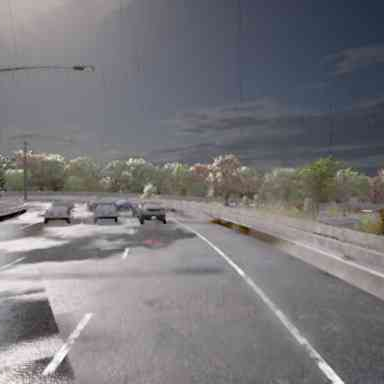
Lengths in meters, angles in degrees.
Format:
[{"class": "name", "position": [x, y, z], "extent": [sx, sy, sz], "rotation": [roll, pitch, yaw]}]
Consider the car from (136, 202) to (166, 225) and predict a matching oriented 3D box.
[{"class": "car", "position": [-3.019, 1.550, 25.052], "extent": [1.837, 1.490, 4.892], "rotation": [0, -1, -10]}]

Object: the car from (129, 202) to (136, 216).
[{"class": "car", "position": [-4.395, 1.630, 30.787], "extent": [1.994, 1.385, 4.181], "rotation": [0, 0, -16]}]

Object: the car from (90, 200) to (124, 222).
[{"class": "car", "position": [-7.002, 1.629, 27.069], "extent": [2.033, 1.411, 5.357], "rotation": [0, 0, -16]}]

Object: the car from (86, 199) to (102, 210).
[{"class": "car", "position": [-12.253, 1.643, 42.460], "extent": [1.837, 1.490, 4.892], "rotation": [0, 0, -23]}]

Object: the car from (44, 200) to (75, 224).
[{"class": "car", "position": [-10.385, 1.653, 26.188], "extent": [2.033, 1.411, 5.357], "rotation": [0, 0, -16]}]

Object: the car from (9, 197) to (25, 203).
[{"class": "car", "position": [-40.705, 1.924, 77.466], "extent": [5.357, 1.411, 2.033], "rotation": [0, 0, 41]}]

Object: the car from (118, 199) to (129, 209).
[{"class": "car", "position": [-9.297, 1.642, 44.438], "extent": [1.812, 1.442, 4.674], "rotation": [0, 0, -23]}]

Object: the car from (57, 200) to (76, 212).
[{"class": "car", "position": [-16.038, 1.729, 42.410], "extent": [1.994, 1.385, 4.181], "rotation": [0, 0, -23]}]
